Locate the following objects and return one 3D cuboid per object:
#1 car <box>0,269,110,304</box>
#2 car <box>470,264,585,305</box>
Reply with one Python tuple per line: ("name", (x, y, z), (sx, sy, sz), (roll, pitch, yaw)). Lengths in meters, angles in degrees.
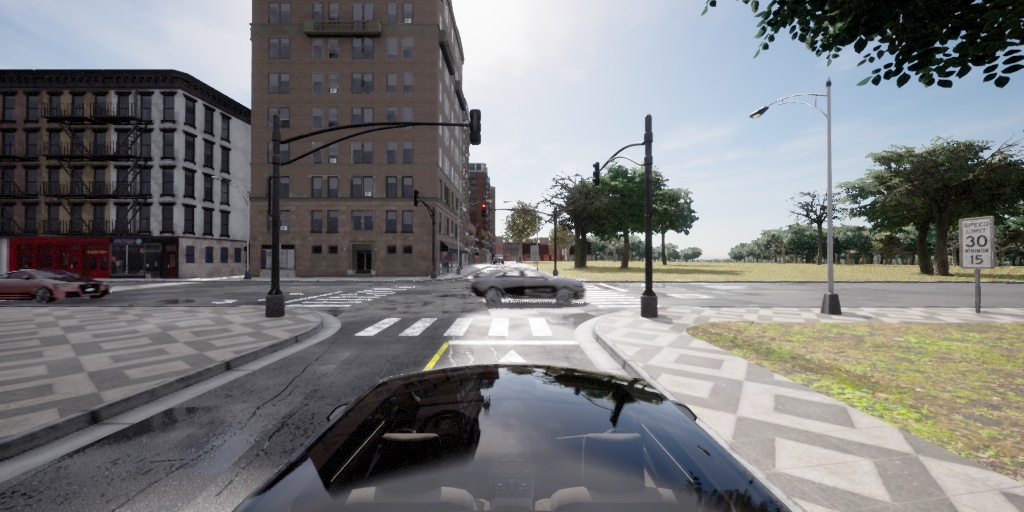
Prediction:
("car", (-20.153, 1.269, 15.429), (4.181, 1.385, 1.994), (0, -1, 0))
("car", (0.645, 1.252, 15.419), (4.902, 1.511, 2.128), (0, 0, 0))
